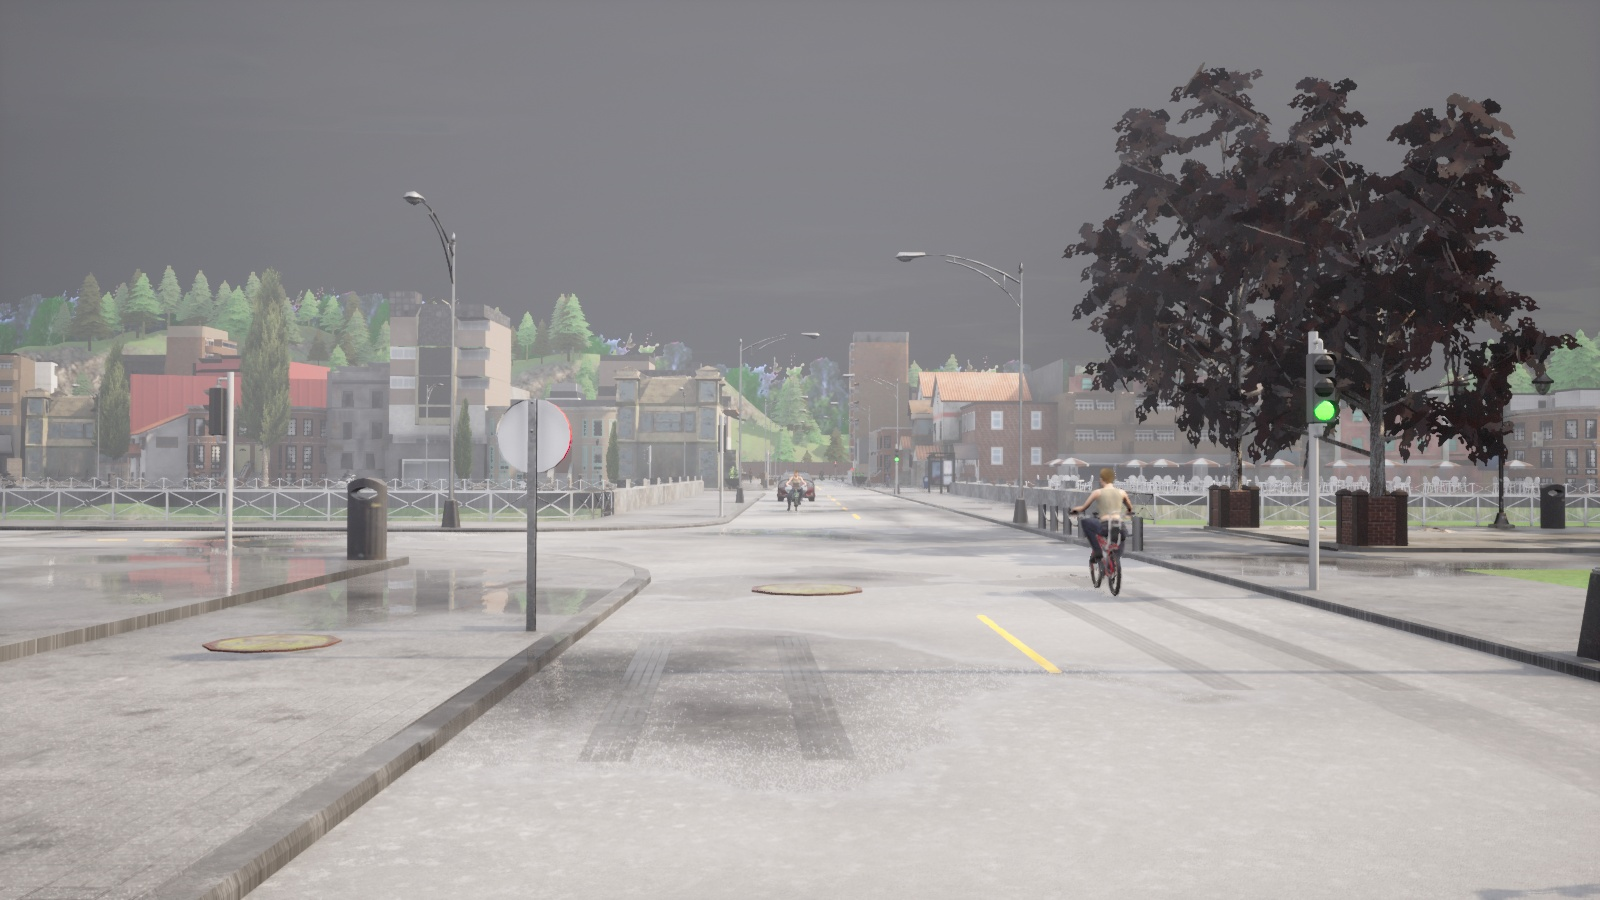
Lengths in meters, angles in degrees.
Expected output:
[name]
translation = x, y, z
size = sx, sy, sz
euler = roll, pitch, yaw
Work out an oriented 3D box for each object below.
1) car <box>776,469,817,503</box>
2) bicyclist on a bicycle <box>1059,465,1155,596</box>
[car]
translation = -0.180, 1.833, 64.989
size = 2.033, 1.649, 4.856
euler = 0, -1, 0
[bicyclist on a bicycle]
translation = 3.950, 1.008, 16.282
size = 0.866, 1.612, 1.509
euler = 0, -1, 0
